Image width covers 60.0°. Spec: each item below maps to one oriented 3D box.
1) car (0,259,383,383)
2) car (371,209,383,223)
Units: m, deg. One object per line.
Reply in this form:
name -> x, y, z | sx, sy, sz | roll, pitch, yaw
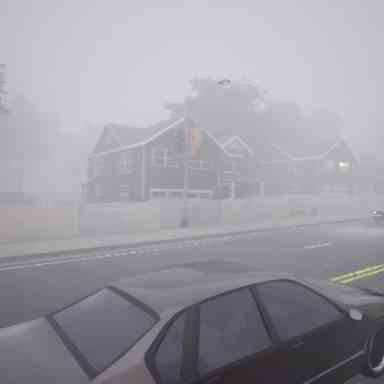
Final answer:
car -> 0.370, 1.522, 3.701 | 5.357, 1.411, 2.033 | -1, 0, -36
car -> 13.498, 1.330, 21.300 | 4.718, 1.301, 1.895 | -1, 1, -35
